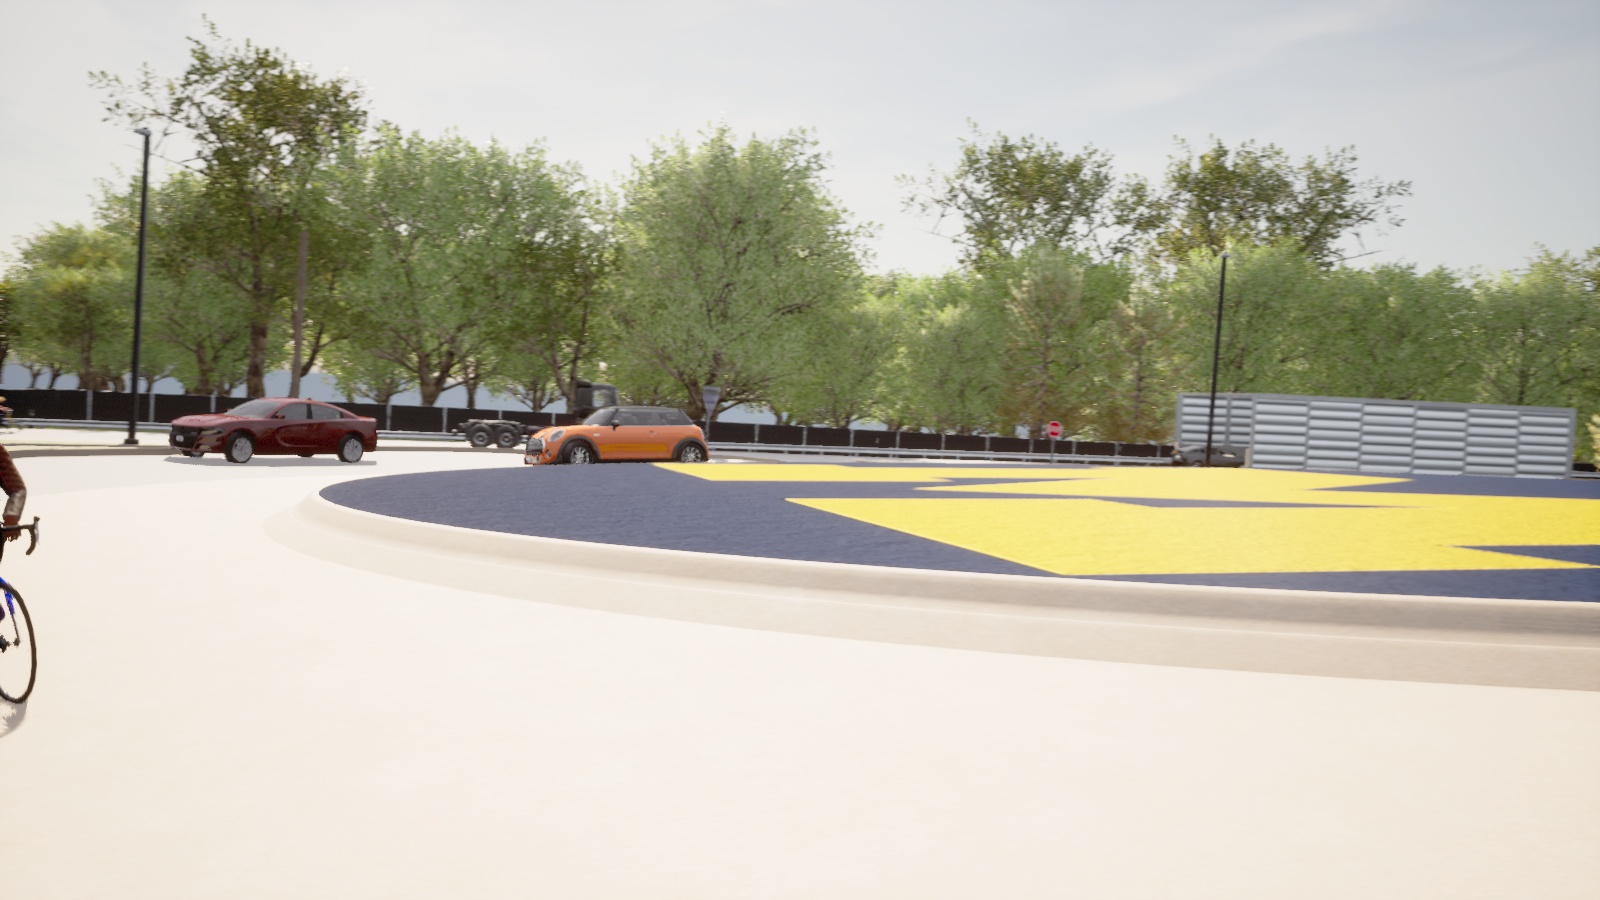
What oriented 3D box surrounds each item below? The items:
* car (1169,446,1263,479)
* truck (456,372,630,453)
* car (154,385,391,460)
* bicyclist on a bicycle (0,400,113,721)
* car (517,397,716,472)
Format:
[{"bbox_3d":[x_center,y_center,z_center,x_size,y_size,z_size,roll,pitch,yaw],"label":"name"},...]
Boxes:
[{"bbox_3d":[23.077,0.688,69.745,4.514,1.525,2.007,2,3,-12],"label":"car"},{"bbox_3d":[-12.440,-1.795,60.687,7.936,3.462,2.891,2,3,-15],"label":"truck"},{"bbox_3d":[-12.452,-0.603,30.000,1.882,1.535,5.008,6,2,31],"label":"car"},{"bbox_3d":[-4.653,0.550,7.212,1.656,1.620,0.582,4,7,39],"label":"bicyclist on a bicycle"},{"bbox_3d":[-4.642,-0.352,31.911,4.553,1.767,2.097,1,0,-31],"label":"car"}]
